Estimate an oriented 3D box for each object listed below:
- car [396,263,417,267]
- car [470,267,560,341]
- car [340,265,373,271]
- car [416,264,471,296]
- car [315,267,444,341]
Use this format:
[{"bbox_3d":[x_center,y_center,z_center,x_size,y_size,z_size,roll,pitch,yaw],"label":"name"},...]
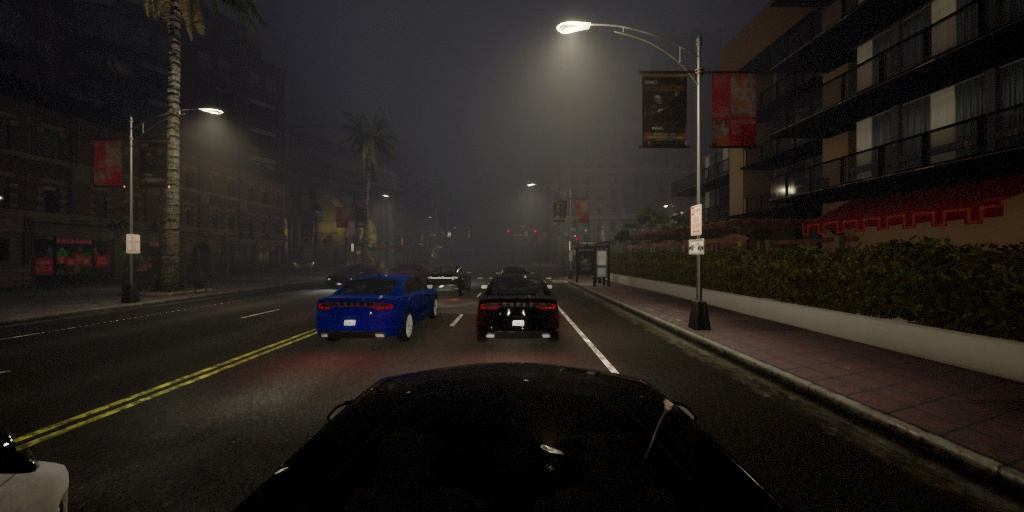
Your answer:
[{"bbox_3d":[-6.919,1.229,23.949,1.882,1.535,5.008,0,0,0],"label":"car"},{"bbox_3d":[0.137,1.228,9.854,1.882,1.535,5.008,0,0,0],"label":"car"},{"bbox_3d":[-10.415,1.297,24.242,2.033,1.411,5.357,0,0,0],"label":"car"},{"bbox_3d":[-3.331,1.242,19.394,2.128,1.511,4.902,0,0,0],"label":"car"},{"bbox_3d":[-3.359,1.228,9.889,1.882,1.535,5.008,0,0,0],"label":"car"}]
